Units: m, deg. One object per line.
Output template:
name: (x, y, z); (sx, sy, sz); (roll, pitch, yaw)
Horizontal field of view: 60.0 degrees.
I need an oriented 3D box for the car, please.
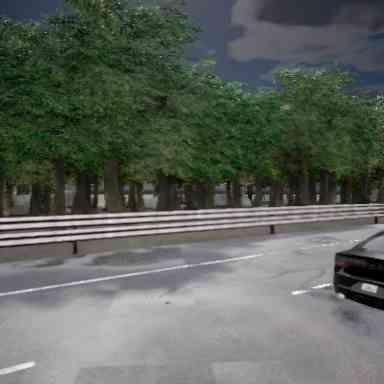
car: (5.026, 1.469, 6.963); (5.008, 1.535, 1.882); (0, 0, -34)
